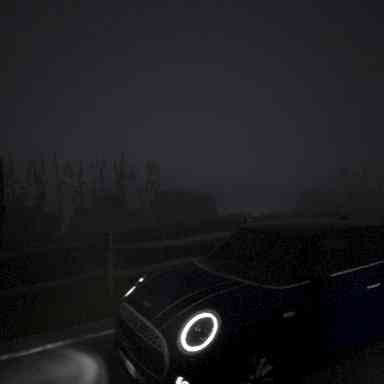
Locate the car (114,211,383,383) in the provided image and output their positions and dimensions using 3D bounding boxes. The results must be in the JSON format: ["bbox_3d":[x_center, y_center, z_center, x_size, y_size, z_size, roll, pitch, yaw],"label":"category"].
[{"bbox_3d":[1.265,1.223,4.688,4.553,1.767,2.097,-2,2,-31],"label":"car"}]
